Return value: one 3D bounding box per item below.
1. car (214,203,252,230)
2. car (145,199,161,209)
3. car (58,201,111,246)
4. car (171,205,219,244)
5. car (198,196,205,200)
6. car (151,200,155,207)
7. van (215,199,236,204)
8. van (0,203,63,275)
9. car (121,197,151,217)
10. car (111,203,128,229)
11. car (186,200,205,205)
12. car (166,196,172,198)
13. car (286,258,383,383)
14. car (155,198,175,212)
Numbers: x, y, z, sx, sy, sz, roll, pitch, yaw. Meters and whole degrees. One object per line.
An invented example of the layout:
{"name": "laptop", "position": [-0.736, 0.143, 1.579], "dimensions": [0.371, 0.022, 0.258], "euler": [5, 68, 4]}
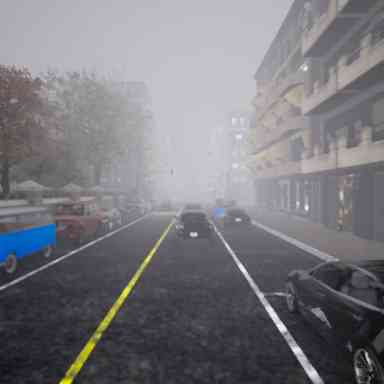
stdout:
{"name": "car", "position": [2.687, 1.647, 21.340], "dimensions": [1.947, 1.339, 4.313], "euler": [0, 0, 0]}
{"name": "car", "position": [-5.693, 1.773, 49.015], "dimensions": [1.802, 1.307, 4.206], "euler": [0, 0, 0]}
{"name": "car", "position": [-5.695, 1.375, 15.805], "dimensions": [2.192, 1.841, 5.009], "euler": [0, 0, 0]}
{"name": "car", "position": [0.089, 1.586, 15.933], "dimensions": [1.812, 1.442, 4.674], "euler": [0, 0, 0]}
{"name": "car", "position": [2.687, 1.920, 92.697], "dimensions": [2.008, 1.369, 4.403], "euler": [0, 0, 0]}
{"name": "car", "position": [-5.693, 1.712, 37.945], "dimensions": [1.947, 1.339, 4.313], "euler": [0, 0, 0]}
{"name": "van", "position": [2.686, 1.443, 26.876], "dimensions": [1.690, 1.788, 3.998], "euler": [0, 0, 0]}
{"name": "van", "position": [-5.695, 1.380, 10.269], "dimensions": [1.690, 1.788, 3.998], "euler": [0, 0, 0]}
{"name": "car", "position": [-5.694, 1.439, 32.411], "dimensions": [2.192, 1.841, 5.009], "euler": [0, 0, 0]}
{"name": "car", "position": [-5.693, 1.632, 21.339], "dimensions": [2.008, 1.369, 4.403], "euler": [0, 0, 0]}
{"name": "car", "position": [0.087, 1.682, 30.819], "dimensions": [1.994, 1.385, 4.181], "euler": [0, 0, 0]}
{"name": "car", "position": [-5.694, 1.763, 81.426], "dimensions": [1.967, 1.590, 4.097], "euler": [0, 0, 0]}
{"name": "car", "position": [2.687, 1.584, 4.734], "dimensions": [1.947, 1.339, 4.313], "euler": [0, 0, 0]}
{"name": "car", "position": [-3.091, 1.719, 40.237], "dimensions": [1.994, 1.385, 4.181], "euler": [0, 0, 0]}
